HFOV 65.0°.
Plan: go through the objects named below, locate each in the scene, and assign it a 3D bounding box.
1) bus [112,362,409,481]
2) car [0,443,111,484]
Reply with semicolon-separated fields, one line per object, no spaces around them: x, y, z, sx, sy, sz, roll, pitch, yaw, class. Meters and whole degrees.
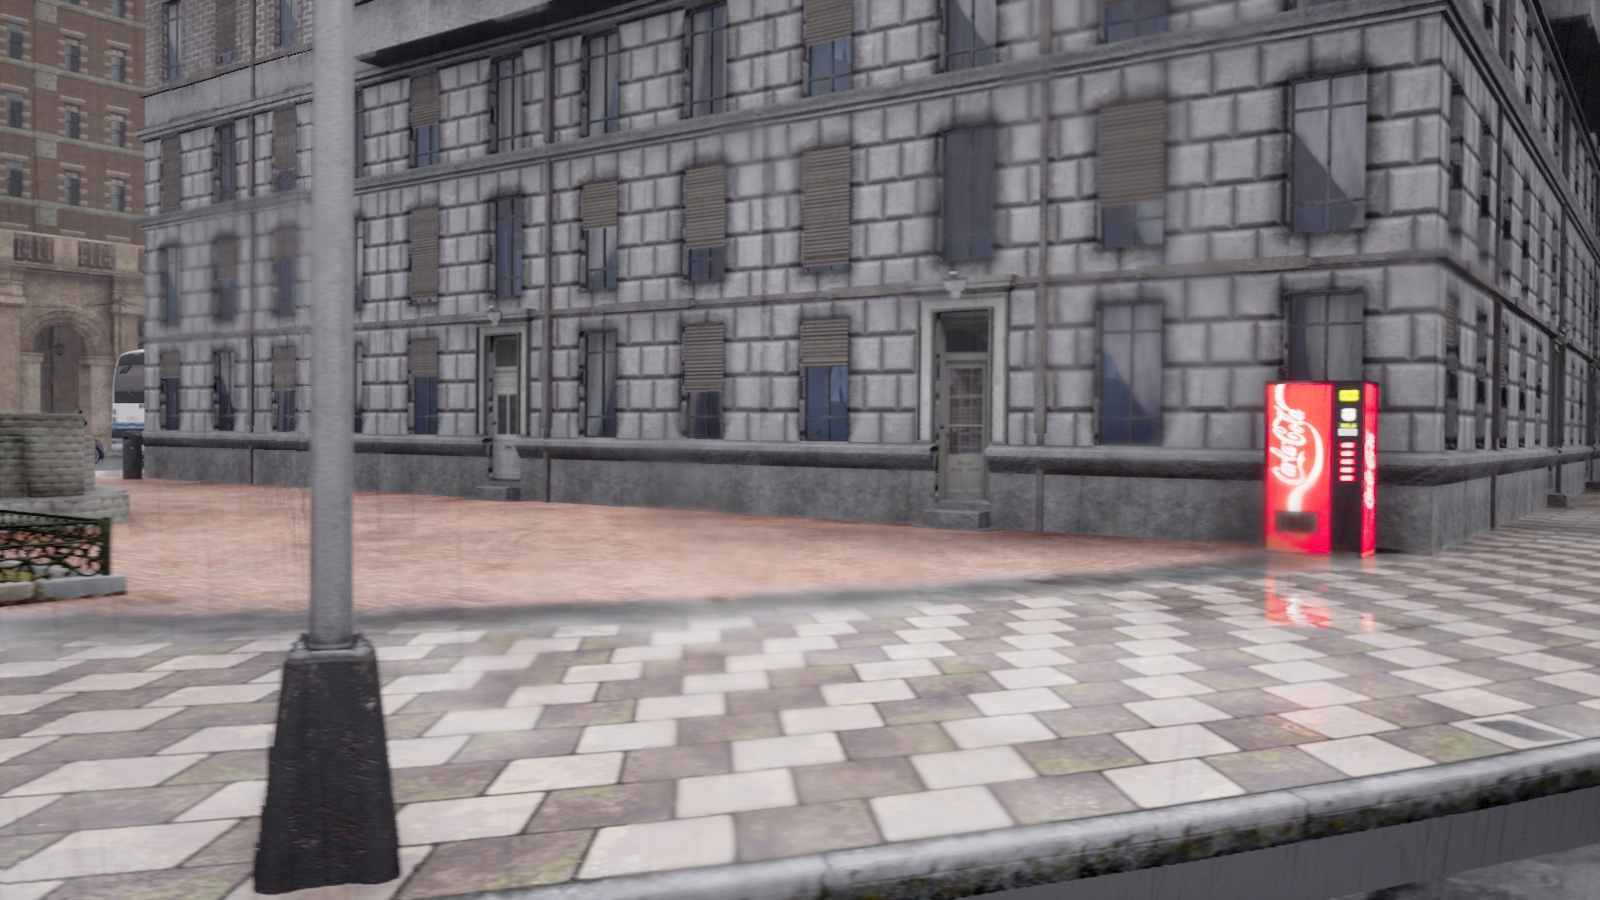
-21.187;-1.107;50.149;3.944;4.253;10.273;0;1;36;bus
-28.183;0.467;46.495;1.994;1.385;4.181;0;1;36;car
